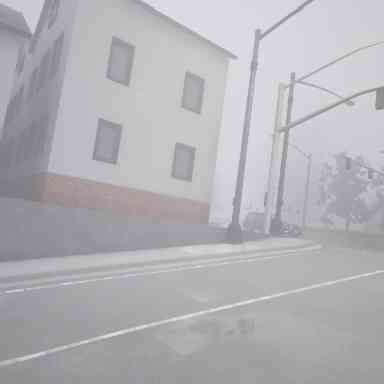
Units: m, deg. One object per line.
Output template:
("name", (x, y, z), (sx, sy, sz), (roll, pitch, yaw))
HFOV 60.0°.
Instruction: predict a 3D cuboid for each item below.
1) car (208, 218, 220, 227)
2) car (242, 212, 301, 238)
("car", (0.979, 3.291, 37.918), (2.033, 1.411, 5.357), (12, -7, -35))
("car", (6.982, 2.946, 29.609), (2.150, 2.045, 5.566), (12, -7, -35))
